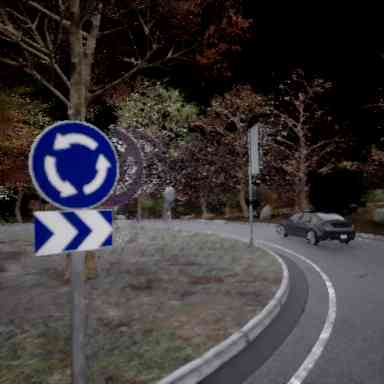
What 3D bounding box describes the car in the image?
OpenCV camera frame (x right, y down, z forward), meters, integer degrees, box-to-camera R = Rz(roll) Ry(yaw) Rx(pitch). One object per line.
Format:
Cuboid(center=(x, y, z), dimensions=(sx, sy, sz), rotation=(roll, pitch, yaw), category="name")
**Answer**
Cuboid(center=(6.031, 1.711, 16.730), dimensions=(1.837, 1.490, 4.892), rotation=(1, -1, -12), category="car")
